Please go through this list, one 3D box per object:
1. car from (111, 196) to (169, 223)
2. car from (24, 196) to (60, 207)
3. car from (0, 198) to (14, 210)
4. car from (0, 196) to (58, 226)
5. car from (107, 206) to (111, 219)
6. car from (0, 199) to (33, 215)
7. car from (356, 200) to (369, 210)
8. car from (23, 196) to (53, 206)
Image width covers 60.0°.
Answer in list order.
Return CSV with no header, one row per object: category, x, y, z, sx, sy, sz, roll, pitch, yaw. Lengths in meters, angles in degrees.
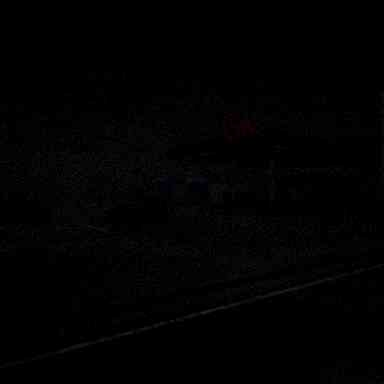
car,-3.613,1.249,24.783,3.866,1.878,1.905,0,0,-36
car,-25.062,1.503,55.648,5.027,1.636,2.152,0,0,-36
car,-24.393,1.505,41.550,3.633,1.501,1.845,0,0,-36
car,-11.922,1.284,22.868,4.605,1.855,1.932,0,0,-36
car,-5.053,1.532,27.841,3.806,1.475,1.970,0,0,-36
car,-18.603,1.483,33.405,4.514,1.523,2.007,0,0,-36
car,24.335,1.593,44.156,2.242,1.667,4.611,0,0,-36
car,-26.933,1.512,58.167,4.514,1.523,2.007,0,0,-36
